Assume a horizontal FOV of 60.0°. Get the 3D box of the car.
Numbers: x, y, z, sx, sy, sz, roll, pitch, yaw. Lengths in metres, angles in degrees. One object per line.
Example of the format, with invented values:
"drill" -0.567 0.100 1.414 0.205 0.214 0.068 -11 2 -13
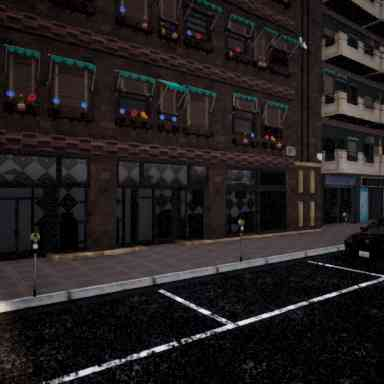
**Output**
"car" 7.146 1.566 11.636 4.313 1.339 1.947 0 0 -35
